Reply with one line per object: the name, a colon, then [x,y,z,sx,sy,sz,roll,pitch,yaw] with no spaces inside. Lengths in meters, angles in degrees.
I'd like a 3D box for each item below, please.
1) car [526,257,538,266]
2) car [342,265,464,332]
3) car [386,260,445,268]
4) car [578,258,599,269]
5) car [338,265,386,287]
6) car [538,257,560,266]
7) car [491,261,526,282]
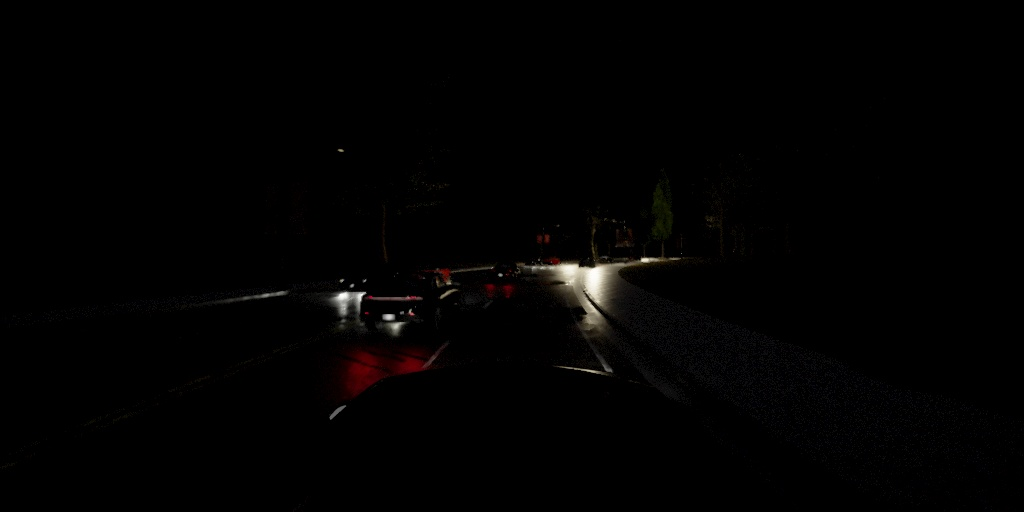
car: [3.759,0.941,61.563,1.837,1.490,4.892,-1,0,26]
car: [-2.718,1.209,10.798,2.128,1.511,4.902,0,0,4]
car: [-5.108,1.040,20.834,2.097,1.767,4.553,0,0,8]
car: [10.383,1.000,49.696,1.812,1.442,4.674,0,1,22]
car: [-8.276,1.230,22.007,2.033,1.411,5.357,0,0,8]
car: [6.472,0.902,59.703,1.882,1.535,5.008,0,0,26]
car: [-0.401,1.193,28.099,1.812,1.442,4.674,0,0,11]
